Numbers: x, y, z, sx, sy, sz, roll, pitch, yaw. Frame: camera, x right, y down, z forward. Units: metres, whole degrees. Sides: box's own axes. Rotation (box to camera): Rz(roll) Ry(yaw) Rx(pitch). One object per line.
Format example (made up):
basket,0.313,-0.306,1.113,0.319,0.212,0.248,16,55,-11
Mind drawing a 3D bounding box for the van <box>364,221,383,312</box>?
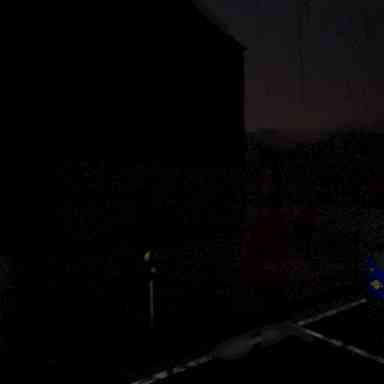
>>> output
van,4.927,1.331,6.342,3.998,1.788,1.690,0,0,-36
